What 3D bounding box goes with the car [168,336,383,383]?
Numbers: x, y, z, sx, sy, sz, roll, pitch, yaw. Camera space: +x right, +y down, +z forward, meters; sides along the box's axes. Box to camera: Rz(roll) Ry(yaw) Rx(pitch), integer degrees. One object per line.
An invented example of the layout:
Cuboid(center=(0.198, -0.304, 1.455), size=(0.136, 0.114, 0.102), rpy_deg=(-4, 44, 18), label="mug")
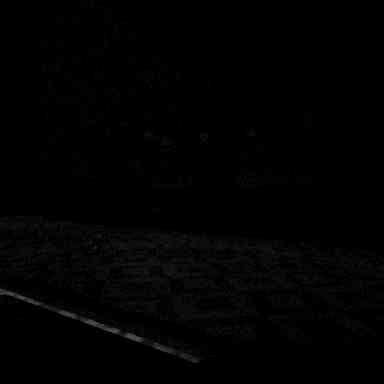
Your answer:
Cuboid(center=(1.653, 1.565, 1.787), size=(4.313, 1.339, 1.947), rpy_deg=(0, 0, 36), label="car")
